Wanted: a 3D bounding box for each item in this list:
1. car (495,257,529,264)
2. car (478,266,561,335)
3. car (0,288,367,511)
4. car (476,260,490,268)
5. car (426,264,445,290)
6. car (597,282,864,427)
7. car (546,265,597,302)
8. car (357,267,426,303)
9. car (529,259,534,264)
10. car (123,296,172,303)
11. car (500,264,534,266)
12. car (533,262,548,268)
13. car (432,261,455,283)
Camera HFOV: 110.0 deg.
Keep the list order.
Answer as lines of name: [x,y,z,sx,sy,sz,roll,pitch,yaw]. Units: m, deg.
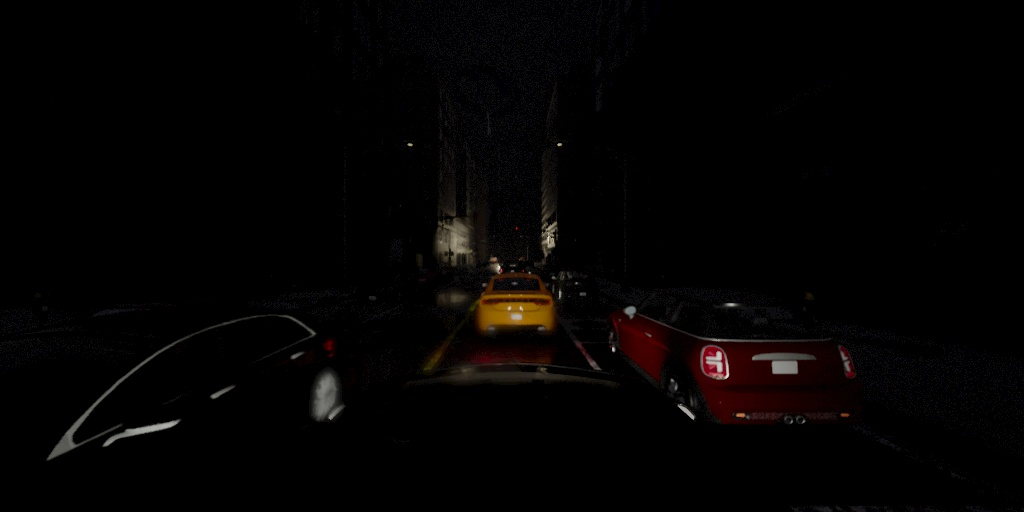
car: [0.074,1.123,28.302,2.097,1.767,4.553,0,0,1]
car: [0.112,1.234,10.582,1.882,1.535,5.008,0,0,0]
car: [-3.099,1.255,2.828,1.837,1.490,4.892,0,0,0]
car: [-5.529,1.416,64.815,1.802,1.307,4.207,0,0,0]
car: [-5.635,1.347,22.212,1.802,1.307,4.207,0,0,0]
car: [2.863,1.192,5.693,1.967,1.591,4.097,0,0,0]
car: [2.881,1.311,16.696,2.007,1.370,4.403,0,0,0]
car: [-5.644,1.326,16.710,1.948,1.339,4.313,0,0,0]
car: [2.996,1.274,64.787,1.967,1.591,4.097,0,0,0]
car: [-5.662,1.334,5.708,1.802,1.307,4.207,0,0,0]
car: [0.130,1.327,19.569,1.994,1.385,4.181,0,0,0]
car: [2.900,1.336,27.699,1.948,1.339,4.313,0,0,0]
car: [-5.626,1.210,27.713,1.967,1.591,4.097,0,0,0]
